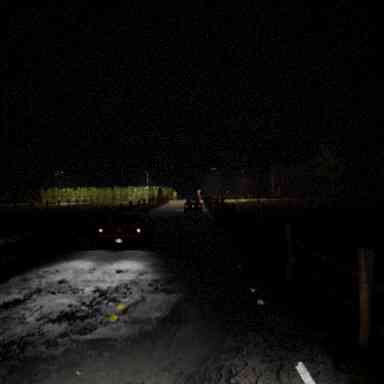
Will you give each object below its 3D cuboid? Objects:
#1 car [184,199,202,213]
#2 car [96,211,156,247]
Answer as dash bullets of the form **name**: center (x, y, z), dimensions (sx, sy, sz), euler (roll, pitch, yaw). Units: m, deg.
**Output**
- **car**: center (0.105, 1.415, 34.379), dimensions (2.033, 1.411, 5.357), euler (0, 0, 0)
- **car**: center (-2.752, 1.538, 14.791), dimensions (1.895, 1.301, 4.718), euler (0, 0, 0)
